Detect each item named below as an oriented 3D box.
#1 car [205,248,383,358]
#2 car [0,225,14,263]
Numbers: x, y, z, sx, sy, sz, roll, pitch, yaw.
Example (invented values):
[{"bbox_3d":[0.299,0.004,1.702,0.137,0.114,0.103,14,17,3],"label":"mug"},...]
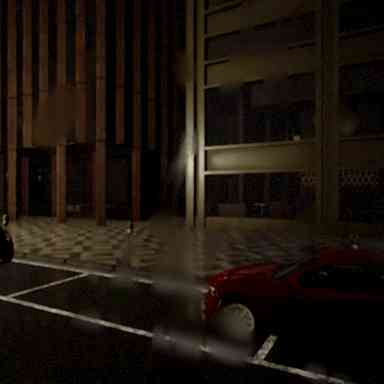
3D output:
[{"bbox_3d":[2.369,1.547,5.029,4.507,1.381,1.887,0,0,29],"label":"car"},{"bbox_3d":[-7.597,1.447,10.470,4.097,1.590,1.967,0,0,29],"label":"car"}]
